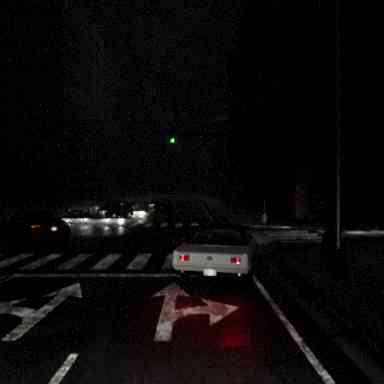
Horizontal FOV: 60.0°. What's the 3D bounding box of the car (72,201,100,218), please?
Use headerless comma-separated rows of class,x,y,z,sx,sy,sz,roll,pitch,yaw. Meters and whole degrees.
car,-9.843,1.551,30.678,1.812,1.442,4.674,0,0,0

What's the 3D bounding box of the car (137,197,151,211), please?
car,-6.583,1.527,42.052,2.128,1.511,4.902,0,0,0

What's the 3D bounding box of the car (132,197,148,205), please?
car,-9.754,1.600,62.808,2.033,1.411,5.357,0,0,0

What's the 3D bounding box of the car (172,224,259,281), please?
car,0.946,1.609,10.002,1.895,1.301,4.718,0,0,13

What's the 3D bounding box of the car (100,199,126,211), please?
car,-9.838,1.582,42.039,2.033,1.411,5.357,0,0,0

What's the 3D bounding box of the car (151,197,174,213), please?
car,-3.150,1.509,37.646,1.882,1.535,5.008,0,0,0

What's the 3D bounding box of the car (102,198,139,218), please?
car,-6.595,1.573,30.876,2.033,1.411,5.357,0,0,0

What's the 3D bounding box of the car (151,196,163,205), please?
car,-6.515,1.577,61.972,1.812,1.442,4.674,0,0,0

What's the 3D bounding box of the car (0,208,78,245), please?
car,-7.597,1.589,15.665,4.181,1.385,1.994,-1,-1,38
